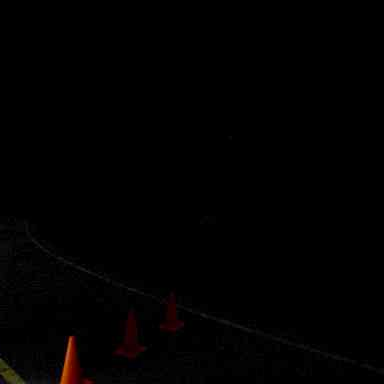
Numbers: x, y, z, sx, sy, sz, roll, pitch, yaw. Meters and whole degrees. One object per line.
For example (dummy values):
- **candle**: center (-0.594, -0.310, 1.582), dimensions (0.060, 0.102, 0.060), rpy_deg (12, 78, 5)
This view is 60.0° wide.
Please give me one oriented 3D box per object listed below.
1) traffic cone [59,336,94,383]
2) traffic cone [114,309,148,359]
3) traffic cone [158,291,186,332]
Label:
- **traffic cone**: center (-1.370, 1.944, 3.807), dimensions (0.340, 0.580, 0.340), rpy_deg (1, 1, 31)
- **traffic cone**: center (-0.851, 1.937, 4.658), dimensions (0.340, 0.580, 0.340), rpy_deg (1, 1, 31)
- **traffic cone**: center (-0.332, 1.930, 5.508), dimensions (0.340, 0.580, 0.340), rpy_deg (1, 1, 31)
